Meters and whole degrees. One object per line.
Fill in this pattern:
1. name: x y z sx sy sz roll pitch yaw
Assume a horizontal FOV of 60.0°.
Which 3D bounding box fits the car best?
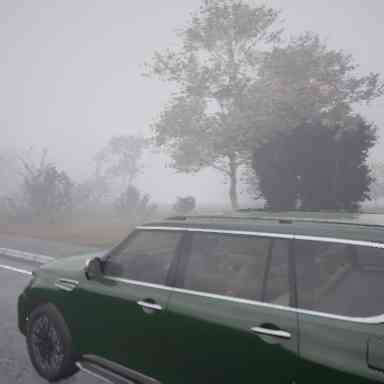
1. car: 0.308 1.221 3.769 5.566 2.045 2.150 0 0 36
